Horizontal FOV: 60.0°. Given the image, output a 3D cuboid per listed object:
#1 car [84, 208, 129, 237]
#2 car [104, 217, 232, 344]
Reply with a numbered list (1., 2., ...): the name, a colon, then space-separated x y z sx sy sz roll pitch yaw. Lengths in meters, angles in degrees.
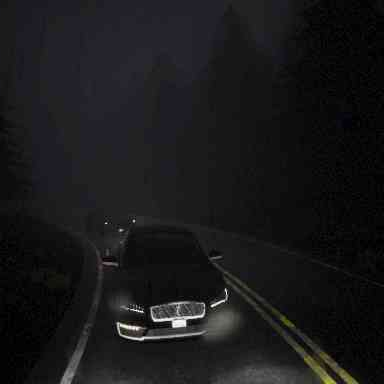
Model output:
1. car: -4.630 1.609 18.533 1.895 1.301 4.718 -3 1 -29
2. car: -0.644 1.494 6.793 1.837 1.490 4.892 -1 0 -11
